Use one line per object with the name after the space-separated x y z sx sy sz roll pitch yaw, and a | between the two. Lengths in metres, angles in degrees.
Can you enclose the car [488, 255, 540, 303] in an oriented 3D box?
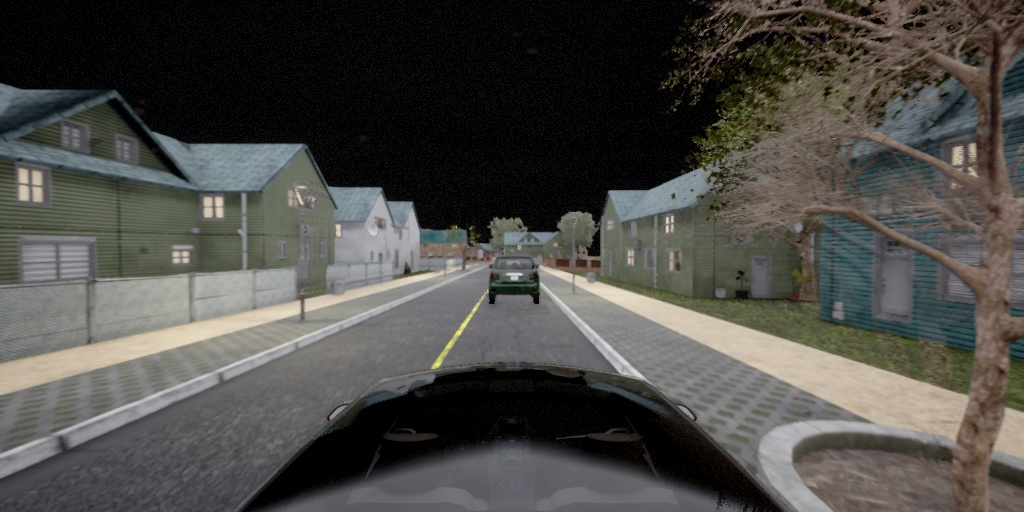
0.093 0.958 16.648 2.150 2.045 5.566 0 0 0 | car
